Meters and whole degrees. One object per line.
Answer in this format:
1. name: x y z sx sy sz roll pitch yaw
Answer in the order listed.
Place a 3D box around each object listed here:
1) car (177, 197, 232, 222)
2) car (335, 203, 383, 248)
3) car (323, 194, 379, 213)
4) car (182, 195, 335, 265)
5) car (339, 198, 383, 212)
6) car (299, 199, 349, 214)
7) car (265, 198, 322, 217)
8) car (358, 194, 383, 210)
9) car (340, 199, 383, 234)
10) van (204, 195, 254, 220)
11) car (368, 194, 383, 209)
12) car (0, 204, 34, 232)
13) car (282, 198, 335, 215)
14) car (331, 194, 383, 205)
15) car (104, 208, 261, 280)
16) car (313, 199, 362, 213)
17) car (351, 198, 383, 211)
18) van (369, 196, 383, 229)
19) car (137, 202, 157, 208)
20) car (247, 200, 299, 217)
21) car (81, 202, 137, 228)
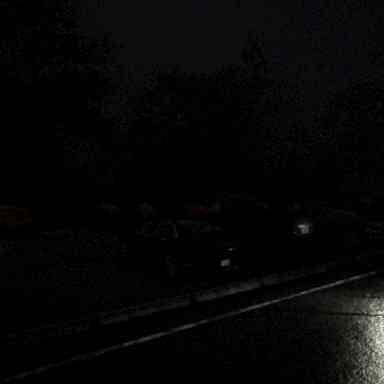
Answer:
1. car: 0.933 1.325 27.118 2.185 1.767 4.553 0 0 -35
2. car: 6.252 1.444 14.893 2.231 1.521 4.892 0 0 -35
3. car: 19.061 1.283 40.068 2.435 2.045 5.566 0 0 -36
4. car: 1.674 1.191 11.660 2.435 2.045 5.566 0 0 -35
5. car: 21.314 1.549 41.706 2.097 1.535 5.008 0 0 -36
6. car: 14.530 1.541 36.828 2.163 1.488 4.792 0 0 -36
7. car: 10.088 1.487 33.462 1.946 1.575 5.366 0 0 -36
8. car: 25.859 1.331 44.925 2.435 2.045 5.566 1 0 -36
9. car: 10.839 1.332 18.116 2.185 1.767 4.553 0 0 -36
10. van: 3.112 1.232 28.852 1.878 1.987 4.442 0 0 -35
11. car: 28.024 1.350 46.473 2.435 2.045 5.566 0 0 -36
12. car: -10.424 1.454 19.063 2.097 1.535 5.008 0 0 -35
13. car: 12.251 1.500 35.228 2.097 1.535 5.008 0 0 -36
14. car: 8.524 1.199 16.539 2.435 2.045 5.566 0 0 -35
15. car: -0.588 1.448 10.008 2.231 1.521 4.892 0 0 -35
16. car: 16.763 1.551 38.495 2.163 1.488 4.792 0 0 -36
17. car: 23.477 1.604 43.255 2.002 1.452 4.674 0 0 -36
18. van: 13.171 1.242 19.677 1.878 1.987 4.442 0 0 -36
19. car: -3.621 1.482 23.914 2.002 1.452 4.674 0 0 -35
20. car: 7.715 1.519 31.992 2.002 1.452 4.674 0 0 -36
21. car: -5.893 1.442 22.300 2.097 1.535 5.008 0 0 -35
